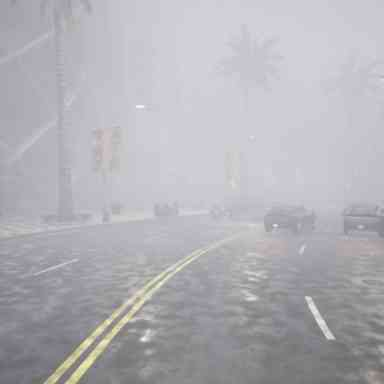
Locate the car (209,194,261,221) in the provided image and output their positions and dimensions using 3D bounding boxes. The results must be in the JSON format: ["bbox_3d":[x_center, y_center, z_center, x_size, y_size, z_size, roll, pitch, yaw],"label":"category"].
[{"bbox_3d":[3.806,1.203,27.809,2.150,2.045,5.566,0,0,43],"label":"car"}]

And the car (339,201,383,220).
[{"bbox_3d":[14.810,1.547,28.622,4.181,1.385,1.994,0,0,-32],"label":"car"}]

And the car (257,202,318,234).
[{"bbox_3d":[5.848,1.493,19.353,1.837,1.490,4.892,0,0,37],"label":"car"}]

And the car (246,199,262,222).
[{"bbox_3d":[6.448,1.510,25.469,1.812,1.442,4.674,0,0,44],"label":"car"}]

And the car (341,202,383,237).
[{"bbox_3d":[9.608,1.479,18.121,2.128,1.511,4.902,0,0,35],"label":"car"}]
